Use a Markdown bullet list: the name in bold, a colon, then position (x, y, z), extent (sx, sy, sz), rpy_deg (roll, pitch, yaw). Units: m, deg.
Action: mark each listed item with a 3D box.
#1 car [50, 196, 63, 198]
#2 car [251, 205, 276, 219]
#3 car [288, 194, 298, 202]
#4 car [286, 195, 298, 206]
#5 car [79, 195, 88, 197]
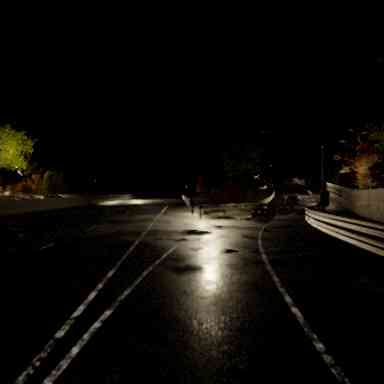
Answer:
- **car**: position (-23.355, 1.390, 56.863), extent (1.837, 1.490, 4.892), rpy_deg (0, 0, -2)
- **car**: position (7.856, 2.141, 36.272), extent (2.033, 1.411, 5.357), rpy_deg (1, -1, 24)
- **car**: position (23.264, 1.354, 76.650), extent (2.128, 1.511, 4.902), rpy_deg (0, 4, 16)
- **car**: position (20.123, 1.770, 67.011), extent (2.097, 1.767, 4.553), rpy_deg (0, 3, 18)
- **car**: position (-23.956, 1.358, 73.105), extent (1.837, 1.490, 4.892), rpy_deg (0, 0, -2)
